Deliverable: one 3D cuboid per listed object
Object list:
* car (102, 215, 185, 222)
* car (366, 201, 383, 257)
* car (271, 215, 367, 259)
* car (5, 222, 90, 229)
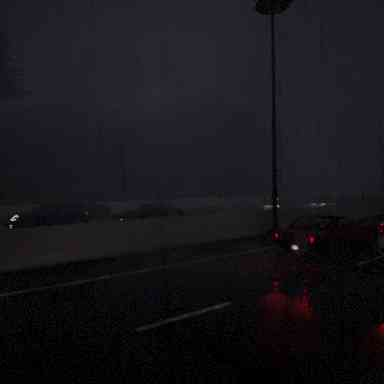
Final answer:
[{"bbox_3d":[-2.663,1.442,19.744,4.902,1.511,2.128,-1,0,-39],"label":"car"},{"bbox_3d":[7.502,1.089,9.687,5.566,2.045,2.150,-1,0,-39],"label":"car"},{"bbox_3d":[5.069,1.488,12.222,4.718,1.301,1.895,-1,0,-39],"label":"car"},{"bbox_3d":[-8.508,1.376,19.609,4.553,1.767,2.097,-1,0,-38],"label":"car"}]
